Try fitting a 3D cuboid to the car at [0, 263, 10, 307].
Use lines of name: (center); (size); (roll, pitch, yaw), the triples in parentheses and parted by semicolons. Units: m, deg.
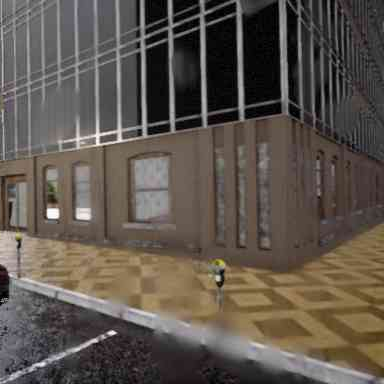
car: (-5.320, 1.582, 6.646); (4.403, 1.369, 2.008); (0, -1, 36)
